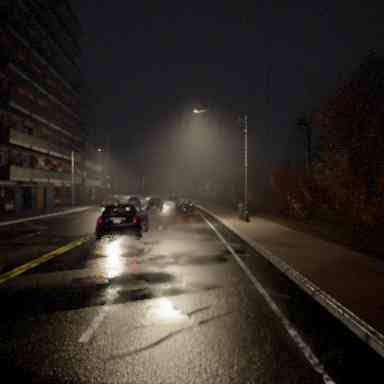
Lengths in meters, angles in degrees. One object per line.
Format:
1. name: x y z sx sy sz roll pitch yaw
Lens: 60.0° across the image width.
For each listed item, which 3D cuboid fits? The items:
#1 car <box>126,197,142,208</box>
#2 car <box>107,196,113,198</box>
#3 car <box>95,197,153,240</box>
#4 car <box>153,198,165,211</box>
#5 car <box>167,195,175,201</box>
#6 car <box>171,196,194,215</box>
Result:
1. car: -8.321 1.456 48.043 1.812 1.442 4.674 0 0 -4
2. car: -11.555 1.418 47.689 1.882 1.535 5.008 0 0 -4
3. car: -3.400 1.330 17.041 2.097 1.767 4.553 0 0 -1
4. car: -4.353 1.444 39.722 1.837 1.490 4.892 0 1 -3
5. car: -4.561 1.397 76.341 1.994 1.385 4.181 0 0 -8
6. car: -0.777 1.433 33.695 2.128 1.511 4.902 0 0 -3
